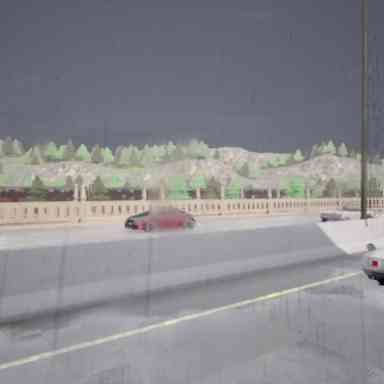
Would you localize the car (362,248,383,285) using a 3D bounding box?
[{"bbox_3d":[6.280,1.632,8.241,4.718,1.301,1.895,0,0,-36],"label":"car"}]

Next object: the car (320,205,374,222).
[{"bbox_3d":[11.813,1.678,25.324,4.718,1.301,1.895,0,0,-35],"label":"car"}]

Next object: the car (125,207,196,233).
[{"bbox_3d":[-1.836,1.595,19.884,4.181,1.385,1.994,0,0,-36],"label":"car"}]
